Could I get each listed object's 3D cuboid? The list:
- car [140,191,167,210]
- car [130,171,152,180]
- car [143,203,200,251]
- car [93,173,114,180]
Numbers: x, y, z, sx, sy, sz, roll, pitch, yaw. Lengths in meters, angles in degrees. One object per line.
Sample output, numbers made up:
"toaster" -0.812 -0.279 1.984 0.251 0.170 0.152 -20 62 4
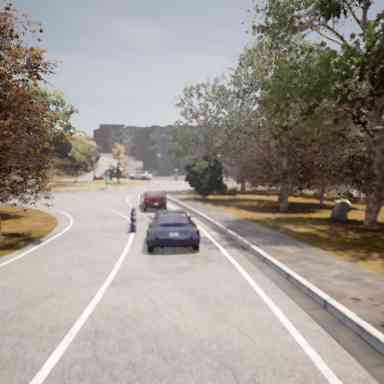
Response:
"car" -3.330 0.615 28.112 1.882 1.535 5.008 -1 4 -13
"car" -11.911 -3.807 77.530 5.566 2.045 2.150 2 5 27
"car" -0.832 1.396 13.478 1.994 1.385 4.181 -1 1 -6
"car" -20.370 -3.538 76.662 4.553 1.767 2.097 0 5 0
